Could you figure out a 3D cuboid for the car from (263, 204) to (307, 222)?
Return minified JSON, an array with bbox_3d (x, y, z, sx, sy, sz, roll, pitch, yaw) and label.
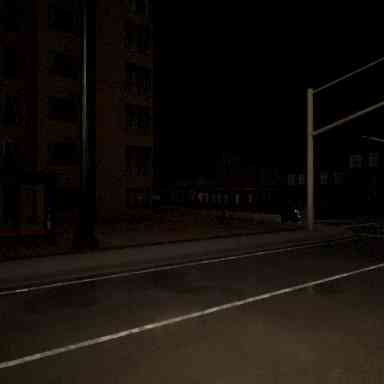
[{"bbox_3d":[8.961,1.939,31.822,2.097,1.767,4.553,0,-5,-36],"label":"car"}]
